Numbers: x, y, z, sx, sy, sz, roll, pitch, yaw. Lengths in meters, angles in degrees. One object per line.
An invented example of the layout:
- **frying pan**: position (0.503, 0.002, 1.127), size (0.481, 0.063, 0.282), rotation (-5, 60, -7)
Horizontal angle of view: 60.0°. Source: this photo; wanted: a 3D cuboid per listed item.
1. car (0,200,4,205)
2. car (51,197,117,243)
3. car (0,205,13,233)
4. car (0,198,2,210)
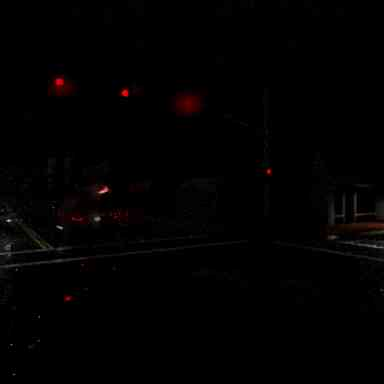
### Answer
- **car**: position (-17.998, 1.608, 30.192), size (1.812, 1.442, 4.674), rotation (0, 0, -31)
- **car**: position (-5.528, 1.258, 16.702), size (2.150, 2.045, 5.566), rotation (0, 0, -32)
- **car**: position (-11.707, 1.655, 19.624), size (1.895, 1.301, 4.718), rotation (0, 0, -31)
- **car**: position (-27.461, 1.634, 46.280), size (1.837, 1.490, 4.892), rotation (0, -1, -30)
